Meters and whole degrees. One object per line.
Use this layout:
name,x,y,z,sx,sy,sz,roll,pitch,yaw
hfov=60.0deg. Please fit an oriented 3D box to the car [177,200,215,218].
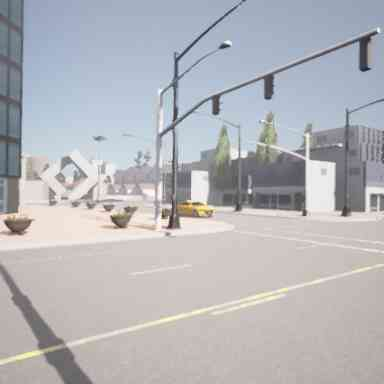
car,0.144,1.565,31.642,1.882,1.535,5.008,1,-1,-35
